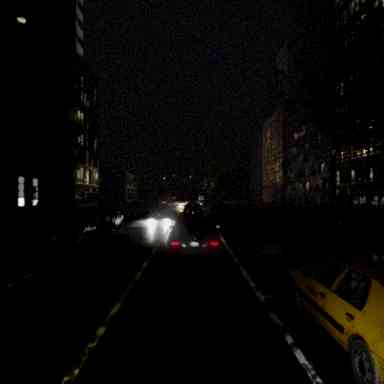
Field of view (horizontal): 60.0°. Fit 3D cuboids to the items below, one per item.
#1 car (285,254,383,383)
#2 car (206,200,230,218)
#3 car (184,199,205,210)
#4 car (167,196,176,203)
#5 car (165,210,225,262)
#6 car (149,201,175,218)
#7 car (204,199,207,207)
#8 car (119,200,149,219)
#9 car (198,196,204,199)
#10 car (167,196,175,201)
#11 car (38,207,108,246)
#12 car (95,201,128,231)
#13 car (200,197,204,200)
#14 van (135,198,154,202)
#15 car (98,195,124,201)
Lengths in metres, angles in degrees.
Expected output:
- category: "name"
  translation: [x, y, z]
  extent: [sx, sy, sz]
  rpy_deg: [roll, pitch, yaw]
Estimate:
- category: "car"
  translation: [2.695, 1.561, 4.935]
  extent: [1.752, 1.417, 4.829]
  rpy_deg: [0, 0, 0]
- category: "car"
  translation: [2.704, 1.773, 32.461]
  extent: [1.887, 1.381, 4.507]
  rpy_deg: [0, 0, 0]
- category: "car"
  translation: [0.106, 1.763, 33.734]
  extent: [1.812, 1.442, 4.674]
  rpy_deg: [0, 0, 0]
- category: "car"
  translation: [-5.656, 1.965, 92.647]
  extent: [2.192, 1.841, 5.009]
  rpy_deg: [0, 0, 0]
- category: "car"
  translation: [0.087, 1.636, 12.525]
  extent: [2.033, 1.411, 5.357]
  rpy_deg: [0, 0, 0]
- category: "car"
  translation: [-3.090, 1.835, 33.362]
  extent: [1.895, 1.301, 4.718]
  rpy_deg: [0, 0, 0]
- category: "car"
  translation: [2.707, 1.707, 38.001]
  extent: [1.967, 1.590, 4.097]
  rpy_deg: [0, 0, 0]
- category: "car"
  translation: [-5.676, 1.753, 32.293]
  extent: [1.752, 1.417, 4.829]
  rpy_deg: [0, 0, 0]
- category: "car"
  translation: [2.723, 2.176, 92.815]
  extent: [1.752, 1.417, 4.829]
  rpy_deg: [0, 0, 0]
- category: "car"
  translation: [-5.659, 2.193, 87.095]
  extent: [1.802, 1.307, 4.206]
  rpy_deg: [0, 0, 0]
- category: "car"
  translation: [-5.682, 1.657, 15.846]
  extent: [1.887, 1.381, 4.507]
  rpy_deg: [0, 0, 0]
- category: "car"
  translation: [-5.679, 1.591, 21.386]
  extent: [1.967, 1.590, 4.097]
  rpy_deg: [0, 0, 0]
- category: "car"
  translation: [2.711, 1.949, 54.617]
  extent: [1.947, 1.339, 4.313]
  rpy_deg: [0, 0, 0]
- category: "van"
  translation: [-5.673, 1.608, 38.004]
  extent: [1.690, 1.788, 3.998]
  rpy_deg: [0, 0, 0]
- category: "car"
  translation: [-17.126, 1.575, 67.730]
  extent: [5.009, 1.841, 2.192]
  rpy_deg: [1, -1, -1]
